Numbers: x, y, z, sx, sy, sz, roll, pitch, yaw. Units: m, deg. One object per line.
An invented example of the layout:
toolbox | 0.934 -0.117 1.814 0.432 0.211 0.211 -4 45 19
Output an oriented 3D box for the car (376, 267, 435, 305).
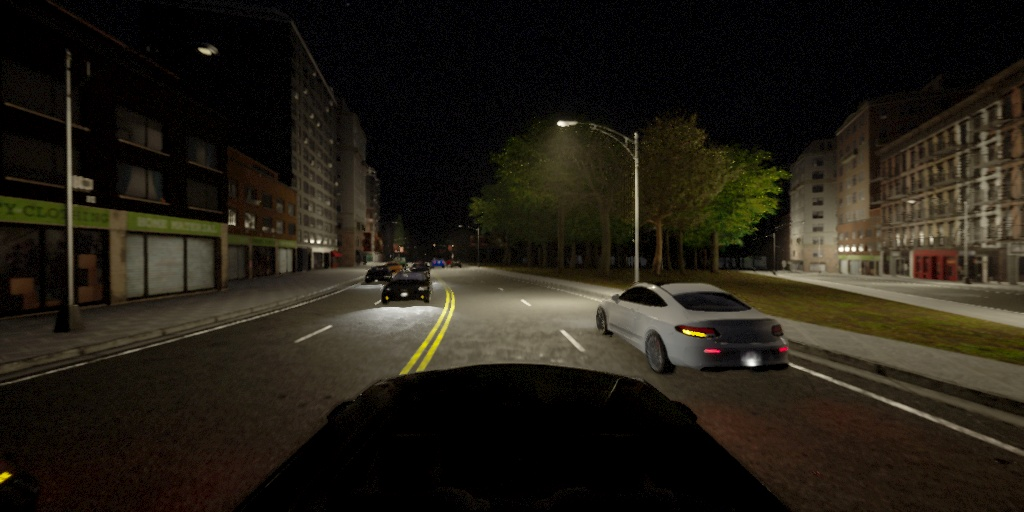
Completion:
car | -4.764 1.413 16.775 1.994 1.385 4.181 0 0 -10

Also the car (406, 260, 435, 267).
car | -8.921 1.447 35.039 2.128 1.511 4.902 0 0 -14

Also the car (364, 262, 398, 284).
car | -10.853 1.495 29.547 2.033 1.411 5.357 0 0 -14

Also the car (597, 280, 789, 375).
car | 3.154 1.212 7.233 1.812 1.442 4.674 -1 0 -3

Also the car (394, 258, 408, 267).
car | -17.620 1.305 55.941 2.150 2.045 5.566 0 0 -14

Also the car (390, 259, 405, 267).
car | -14.654 1.501 44.388 1.882 1.535 5.008 0 -1 -14
